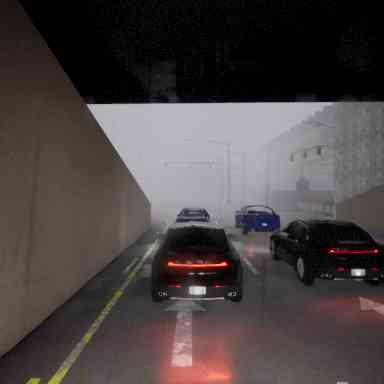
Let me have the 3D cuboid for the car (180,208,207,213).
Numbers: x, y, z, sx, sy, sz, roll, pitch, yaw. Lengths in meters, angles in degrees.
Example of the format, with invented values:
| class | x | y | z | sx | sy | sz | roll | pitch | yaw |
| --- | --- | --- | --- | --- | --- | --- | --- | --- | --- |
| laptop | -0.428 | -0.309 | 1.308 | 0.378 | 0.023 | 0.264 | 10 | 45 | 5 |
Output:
| class | x | y | z | sx | sy | sz | roll | pitch | yaw |
| --- | --- | --- | --- | --- | --- | --- | --- | --- | --- |
| car | 0.100 | 1.547 | 18.085 | 2.033 | 1.411 | 5.357 | 0 | 0 | 3 |

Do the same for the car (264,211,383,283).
| class | x | y | z | sx | sy | sz | roll | pitch | yaw |
| --- | --- | --- | --- | --- | --- | --- | --- | --- | --- |
| car | 3.606 | 1.504 | 9.629 | 1.837 | 1.490 | 4.892 | 0 | 0 | 0 |

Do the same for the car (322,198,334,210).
| class | x | y | z | sx | sy | sz | roll | pitch | yaw |
| --- | --- | --- | --- | --- | --- | --- | --- | --- | --- |
| car | 17.612 | 1.453 | 40.633 | 4.974 | 1.542 | 2.038 | 0 | 0 | -45 |

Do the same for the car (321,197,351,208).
| class | x | y | z | sx | sy | sz | roll | pitch | yaw |
| --- | --- | --- | --- | --- | --- | --- | --- | --- | --- |
| car | 17.649 | 1.295 | 40.670 | 4.536 | 1.218 | 1.853 | 0 | 0 | -45 |

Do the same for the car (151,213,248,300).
| class | x | y | z | sx | sy | sz | roll | pitch | yaw |
| --- | --- | --- | --- | --- | --- | --- | --- | --- | --- |
| car | 0.105 | 1.505 | 8.339 | 1.837 | 1.490 | 4.892 | 0 | 0 | 0 |

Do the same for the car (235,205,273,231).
| class | x | y | z | sx | sy | sz | roll | pitch | yaw |
| --- | --- | --- | --- | --- | --- | --- | --- | --- | --- |
| car | 3.631 | 1.478 | 19.116 | 1.882 | 1.535 | 5.008 | 0 | 0 | 0 |
